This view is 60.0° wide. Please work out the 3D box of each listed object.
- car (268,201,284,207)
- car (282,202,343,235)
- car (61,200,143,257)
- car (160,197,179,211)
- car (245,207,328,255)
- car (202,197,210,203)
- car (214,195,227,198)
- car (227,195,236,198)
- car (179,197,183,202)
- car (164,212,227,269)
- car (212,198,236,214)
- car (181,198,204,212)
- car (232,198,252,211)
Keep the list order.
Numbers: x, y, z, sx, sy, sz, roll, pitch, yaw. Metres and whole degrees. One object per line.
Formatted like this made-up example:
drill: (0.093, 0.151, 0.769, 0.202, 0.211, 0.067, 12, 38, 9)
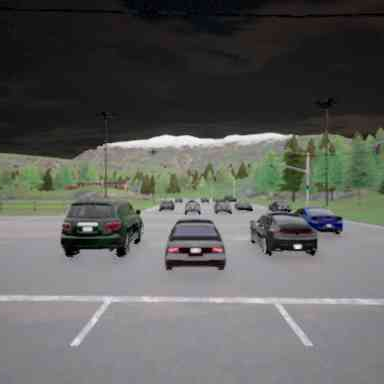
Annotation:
car: (10.583, 1.830, 40.208, 2.033, 1.411, 5.357, 0, 0, 0)
car: (7.090, 1.617, 19.693, 1.882, 1.535, 5.008, 0, 0, 0)
car: (-3.407, 1.318, 13.532, 2.150, 2.045, 5.566, 0, 0, 0)
car: (-3.421, 1.819, 46.727, 2.128, 1.511, 4.902, 0, 0, 0)
car: (3.594, 1.604, 13.714, 1.837, 1.490, 4.892, 0, 0, 0)
car: (3.459, 2.132, 86.694, 1.812, 1.442, 4.674, 0, 0, 0)
car: (6.961, 2.115, 84.090, 2.128, 1.511, 4.902, 0, 0, 0)
car: (10.460, 2.097, 85.127, 1.837, 1.490, 4.892, 0, 0, 0)
car: (-3.540, 2.129, 86.195, 2.128, 1.511, 4.902, 0, 0, 0)
car: (0.093, 1.629, 11.390, 2.033, 1.411, 5.357, 0, 0, 0)
car: (3.582, 1.825, 39.555, 2.033, 1.411, 5.357, 0, 0, 0)
car: (0.082, 1.825, 39.488, 2.033, 1.411, 5.357, 0, 0, 0)
car: (7.077, 1.889, 46.290, 1.994, 1.385, 4.181, 0, 0, 0)
